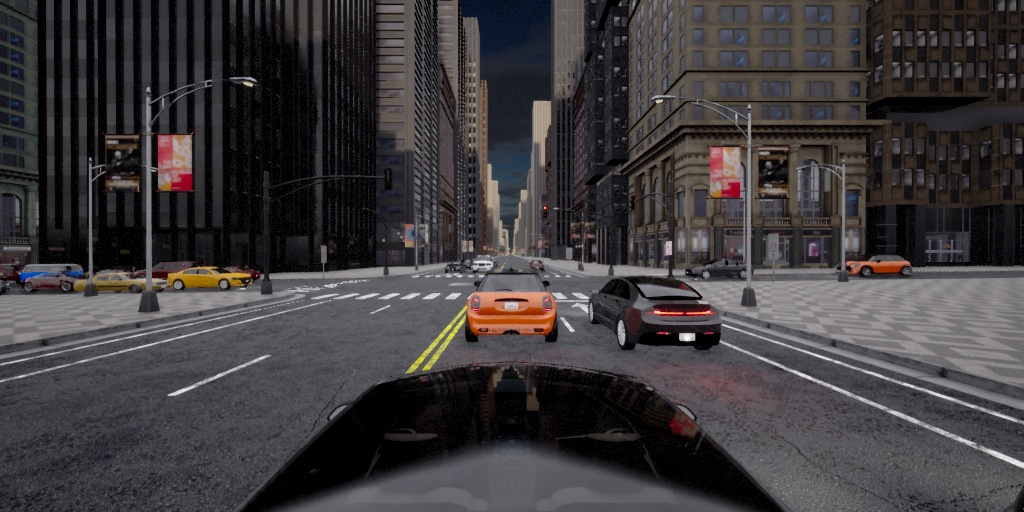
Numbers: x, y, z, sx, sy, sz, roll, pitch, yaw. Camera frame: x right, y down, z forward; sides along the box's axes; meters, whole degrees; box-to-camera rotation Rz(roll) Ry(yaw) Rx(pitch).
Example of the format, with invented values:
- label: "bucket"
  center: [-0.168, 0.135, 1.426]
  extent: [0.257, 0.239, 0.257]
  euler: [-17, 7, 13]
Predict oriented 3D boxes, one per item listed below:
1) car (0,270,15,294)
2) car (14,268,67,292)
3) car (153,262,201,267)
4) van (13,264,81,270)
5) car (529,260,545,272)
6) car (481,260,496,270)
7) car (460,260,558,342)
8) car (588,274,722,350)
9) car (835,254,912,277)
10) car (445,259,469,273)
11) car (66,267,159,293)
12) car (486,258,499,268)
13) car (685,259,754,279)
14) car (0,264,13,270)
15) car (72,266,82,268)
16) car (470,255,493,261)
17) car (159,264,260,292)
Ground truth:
- label: "car"
  center: [-33.817, 1.754, 22.109]
  extent: [4.403, 1.370, 2.007]
  euler: [0, 0, 0]
- label: "car"
  center: [-30.775, 1.715, 24.783]
  extent: [4.181, 1.385, 1.994]
  euler: [-1, 0, 1]
- label: "car"
  center: [-29.122, 1.419, 30.643]
  extent: [5.009, 1.841, 2.192]
  euler: [0, 0, 0]
- label: "van"
  center: [-39.296, 1.583, 30.655]
  extent: [3.998, 1.789, 1.690]
  euler: [0, 0, 0]
- label: "car"
  center: [3.228, 1.256, 47.732]
  extent: [1.812, 1.442, 4.674]
  euler: [0, 0, 0]
- label: "car"
  center: [-3.446, 1.290, 53.287]
  extent: [1.994, 1.385, 4.181]
  euler: [0, 0, 1]
- label: "car"
  center: [-0.005, 1.102, 9.920]
  extent: [2.097, 1.767, 4.553]
  euler: [0, 0, 0]
- label: "car"
  center: [3.237, 1.254, 9.059]
  extent: [1.837, 1.490, 4.892]
  euler: [0, 0, 0]
- label: "car"
  center: [28.081, 0.695, 28.001]
  extent: [4.553, 1.767, 2.097]
  euler: [0, 0, 0]
- label: "car"
  center: [-6.688, 1.299, 42.474]
  extent: [1.994, 1.385, 4.181]
  euler: [0, 0, 0]
- label: "car"
  center: [-23.876, 1.596, 22.109]
  extent: [4.829, 1.417, 1.751]
  euler: [0, 0, 0]
- label: "car"
  center: [-3.450, 1.207, 63.554]
  extent: [2.128, 1.511, 4.902]
  euler: [0, 0, 0]
- label: "car"
  center: [16.131, 1.005, 27.997]
  extent: [4.892, 1.490, 1.837]
  euler: [-1, 0, 0]
- label: "car"
  center: [-44.383, 1.626, 30.661]
  extent: [5.009, 1.841, 2.192]
  euler: [0, 0, 0]
- label: "car"
  center: [-34.209, 1.755, 30.649]
  extent: [4.207, 1.307, 1.802]
  euler: [0, 0, 0]
- label: "car"
  center: [-3.440, 0.956, 43.315]
  extent: [2.150, 2.045, 5.566]
  euler: [0, 0, 0]
- label: "car"
  center: [-20.776, 1.492, 24.768]
  extent: [5.008, 1.535, 1.882]
  euler: [-1, 0, 0]
